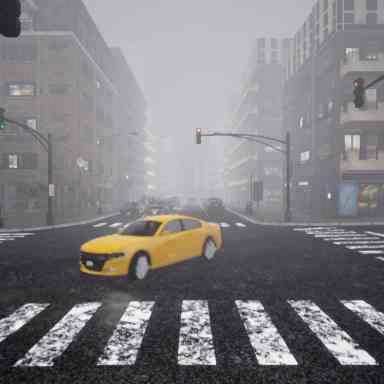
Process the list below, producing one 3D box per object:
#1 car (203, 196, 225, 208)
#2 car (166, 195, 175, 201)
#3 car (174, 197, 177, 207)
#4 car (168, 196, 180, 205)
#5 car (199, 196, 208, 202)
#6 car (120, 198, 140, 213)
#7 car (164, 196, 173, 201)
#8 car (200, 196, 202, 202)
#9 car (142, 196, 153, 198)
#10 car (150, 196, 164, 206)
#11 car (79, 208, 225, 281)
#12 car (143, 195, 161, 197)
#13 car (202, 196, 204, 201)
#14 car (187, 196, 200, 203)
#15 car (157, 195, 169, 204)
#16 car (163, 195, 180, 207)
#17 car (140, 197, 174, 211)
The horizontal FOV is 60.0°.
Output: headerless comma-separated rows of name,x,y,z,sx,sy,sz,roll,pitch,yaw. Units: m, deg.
car,2.647,1.449,37.882,1.967,1.590,4.097,0,0,0
car,-5.791,1.595,89.012,2.008,1.369,4.403,0,0,0
car,-3.144,1.610,39.921,1.895,1.301,4.718,0,0,0
car,-3.113,1.498,59.909,1.882,1.535,5.008,0,0,0
car,2.602,1.585,77.659,2.008,1.369,4.403,0,0,0
car,-5.726,1.572,32.188,1.947,1.339,4.313,0,0,0
car,-5.785,1.590,83.330,2.008,1.369,4.403,0,0,0
car,2.629,1.599,54.930,1.802,1.307,4.206,0,0,0
car,-5.732,1.534,37.701,1.752,1.417,4.829,0,0,0
car,-5.752,1.457,54.918,1.967,1.590,4.097,0,0,0
car,-1.038,1.479,10.270,1.882,1.535,5.008,-2,-1,38
car,-5.739,1.326,43.553,2.192,1.841,5.009,0,0,0
car,2.641,1.451,43.565,1.967,1.590,4.097,0,0,0
car,-0.036,1.539,70.608,2.128,1.511,4.902,0,0,0
car,-5.765,1.465,66.284,1.967,1.590,4.097,0,0,0
car,-3.145,1.578,49.899,1.994,1.385,4.181,0,0,0
car,-3.126,1.497,30.622,2.128,1.511,4.902,0,0,1
